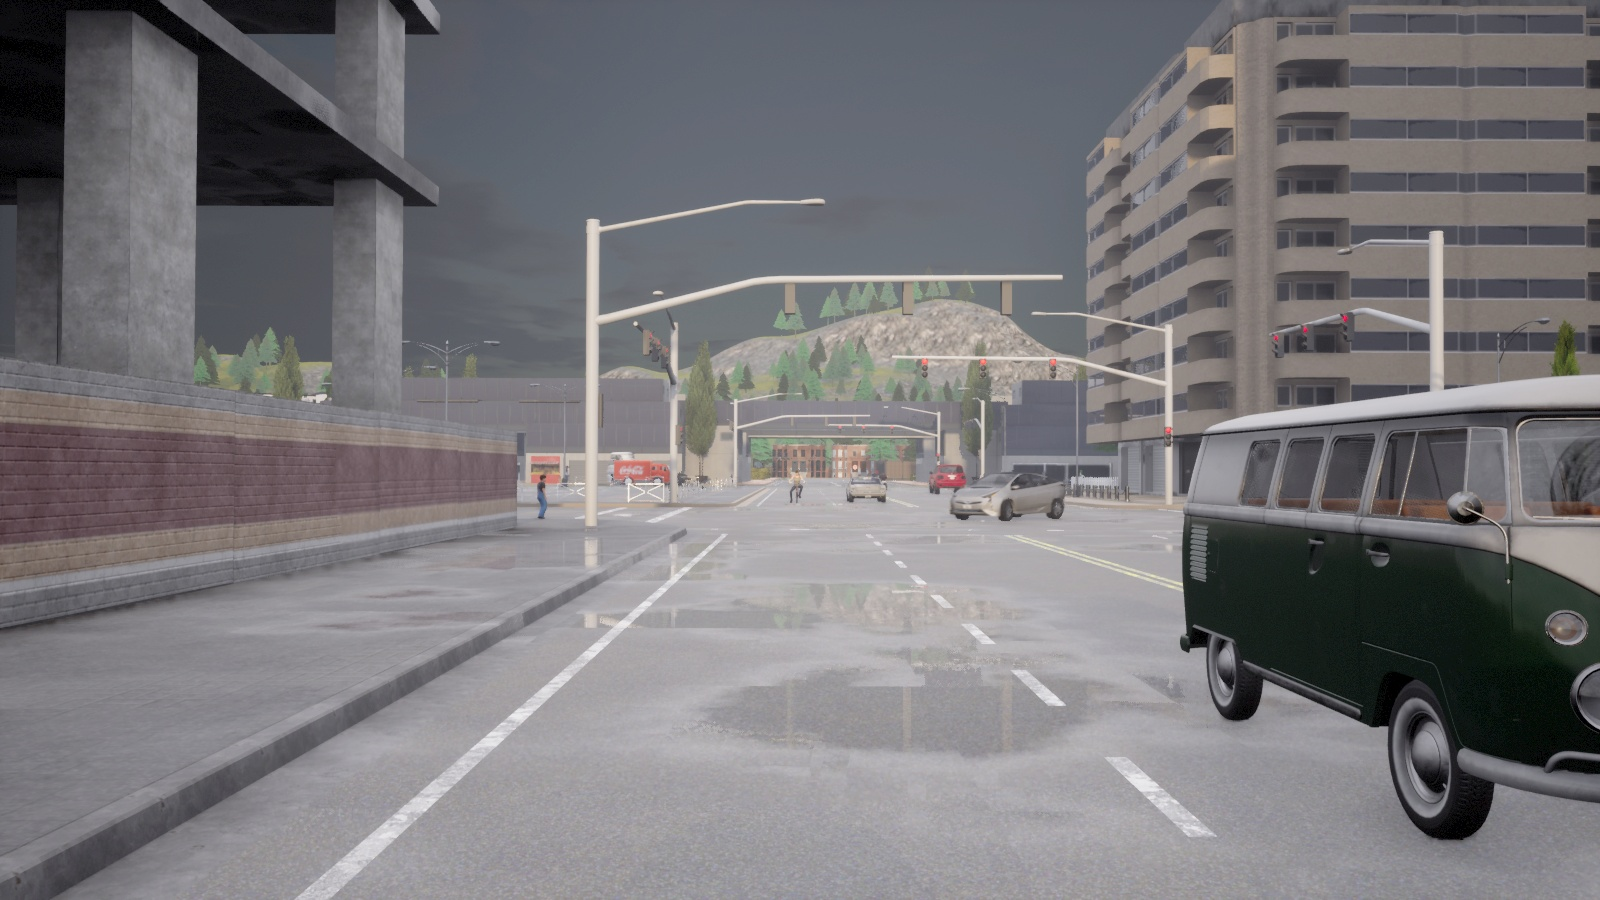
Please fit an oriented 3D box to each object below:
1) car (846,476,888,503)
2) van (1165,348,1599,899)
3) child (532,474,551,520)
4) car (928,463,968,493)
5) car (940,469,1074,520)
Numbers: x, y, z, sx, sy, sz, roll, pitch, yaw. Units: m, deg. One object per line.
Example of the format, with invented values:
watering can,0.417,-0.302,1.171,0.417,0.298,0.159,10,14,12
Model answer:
car,3.361,1.973,63.964,1.895,1.301,4.718,0,-1,0
van,3.485,0.665,6.680,1.775,1.987,4.442,0,-1,0
child,-7.174,1.304,34.893,0.437,1.263,0.270,0,-1,-35
car,10.308,1.962,87.738,2.150,2.045,5.566,0,-1,0
car,6.629,1.374,39.926,2.007,1.525,4.514,-1,-1,44
